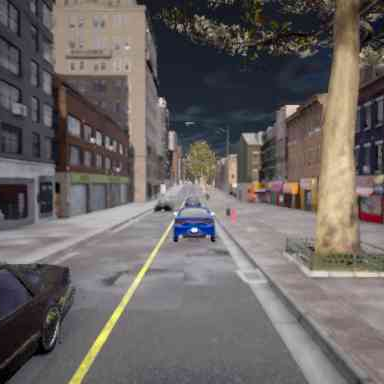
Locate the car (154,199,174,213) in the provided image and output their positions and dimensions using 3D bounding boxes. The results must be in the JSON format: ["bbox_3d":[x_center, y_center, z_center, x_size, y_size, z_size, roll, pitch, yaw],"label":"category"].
[{"bbox_3d":[-2.776,1.439,34.095,1.895,1.301,4.718,0,0,1],"label":"car"}]

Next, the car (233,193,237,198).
[{"bbox_3d":[12.735,0.542,82.708,5.009,1.841,2.192,1,1,0],"label":"car"}]

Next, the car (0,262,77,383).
[{"bbox_3d":[-2.848,1.540,3.315,2.033,1.411,5.357,0,0,0],"label":"car"}]

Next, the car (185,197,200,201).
[{"bbox_3d":[0.109,1.330,41.876,1.994,1.385,4.181,0,1,0],"label":"car"}]

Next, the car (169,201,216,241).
[{"bbox_3d":[0.102,1.432,16.399,1.882,1.535,5.008,0,0,0],"label":"car"}]
